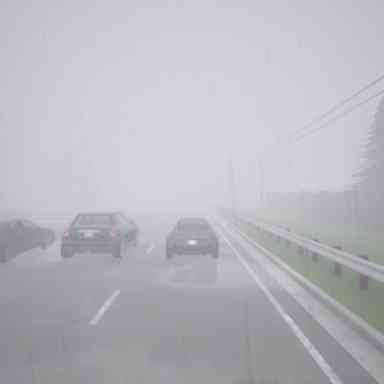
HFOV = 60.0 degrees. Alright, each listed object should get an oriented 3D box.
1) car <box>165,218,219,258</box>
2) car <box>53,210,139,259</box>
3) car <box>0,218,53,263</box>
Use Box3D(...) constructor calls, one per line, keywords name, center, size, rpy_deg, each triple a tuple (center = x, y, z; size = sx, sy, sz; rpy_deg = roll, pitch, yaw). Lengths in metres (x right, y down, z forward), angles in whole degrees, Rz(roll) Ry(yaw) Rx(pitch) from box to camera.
Box3D(name="car", center=(0.025, 1.721, 13.478), size=(1.994, 1.385, 4.181), rpy_deg=(0, -1, 0))
Box3D(name="car", center=(-3.476, 1.507, 13.387), size=(2.097, 1.767, 4.553), rpy_deg=(0, -1, 1))
Box3D(name="car", center=(-6.990, 1.693, 12.474), size=(2.033, 1.411, 5.357), rpy_deg=(0, -1, 0))
